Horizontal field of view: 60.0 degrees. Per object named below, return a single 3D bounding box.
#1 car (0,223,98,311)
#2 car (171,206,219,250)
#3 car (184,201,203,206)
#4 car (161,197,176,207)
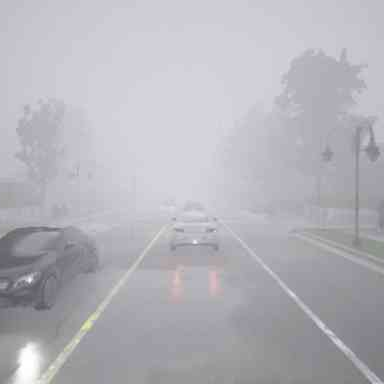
[{"bbox_3d":[-3.592,1.523,7.895,1.812,1.442,4.674,0,0,0],"label":"car"},{"bbox_3d":[0.115,1.520,14.099,1.812,1.442,4.674,0,0,0],"label":"car"},{"bbox_3d":[0.133,1.551,31.674,1.994,1.385,4.181,0,0,0],"label":"car"},{"bbox_3d":[-3.522,1.461,50.501,1.812,1.442,4.674,0,0,0],"label":"car"}]
